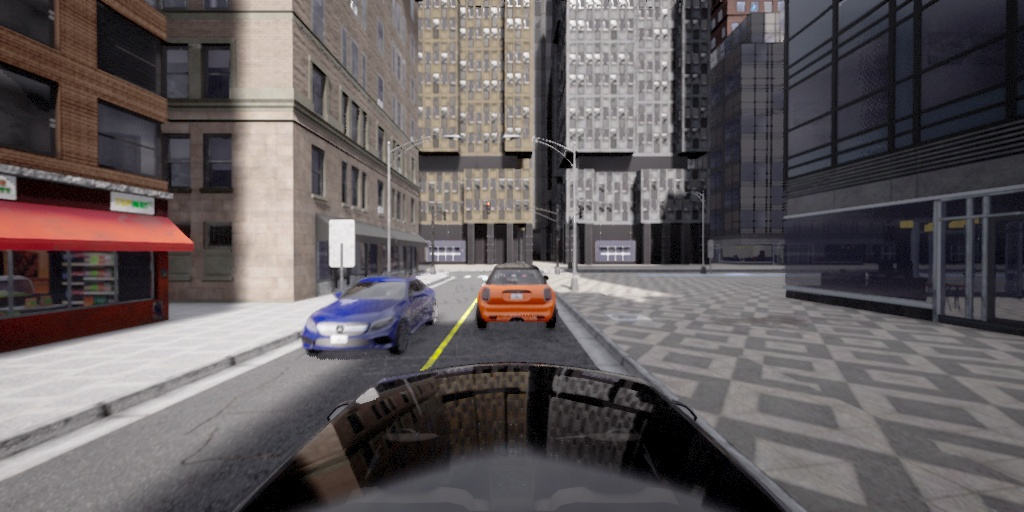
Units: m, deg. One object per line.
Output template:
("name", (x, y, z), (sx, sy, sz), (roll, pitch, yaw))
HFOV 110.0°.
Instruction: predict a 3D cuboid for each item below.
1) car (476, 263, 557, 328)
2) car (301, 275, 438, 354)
("car", (0.104, 1.019, 11.132), (2.097, 1.767, 4.553), (0, 0, 0))
("car", (-3.051, 1.213, 8.693), (1.812, 1.442, 4.674), (0, 0, 0))
